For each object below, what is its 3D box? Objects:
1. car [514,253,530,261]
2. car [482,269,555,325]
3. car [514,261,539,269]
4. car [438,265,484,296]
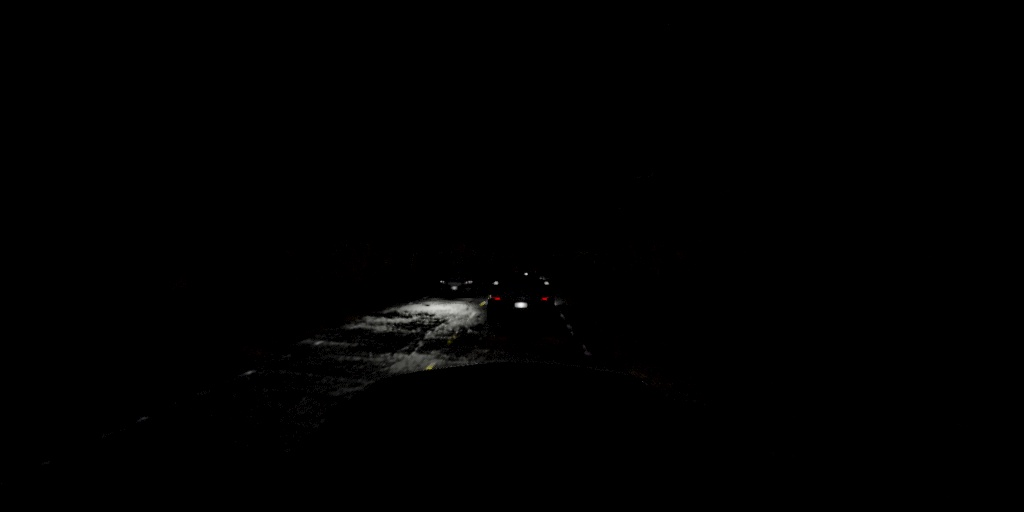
[{"bbox_3d":[1.776,0.578,59.865,2.150,2.045,5.566,0,0,9],"label":"car"},{"bbox_3d":[0.305,1.314,11.827,1.994,1.385,4.181,0,0,2],"label":"car"},{"bbox_3d":[1.217,1.312,28.810,1.994,1.385,4.181,0,0,4],"label":"car"},{"bbox_3d":[-2.597,1.236,19.345,2.128,1.511,4.902,0,0,3],"label":"car"}]
